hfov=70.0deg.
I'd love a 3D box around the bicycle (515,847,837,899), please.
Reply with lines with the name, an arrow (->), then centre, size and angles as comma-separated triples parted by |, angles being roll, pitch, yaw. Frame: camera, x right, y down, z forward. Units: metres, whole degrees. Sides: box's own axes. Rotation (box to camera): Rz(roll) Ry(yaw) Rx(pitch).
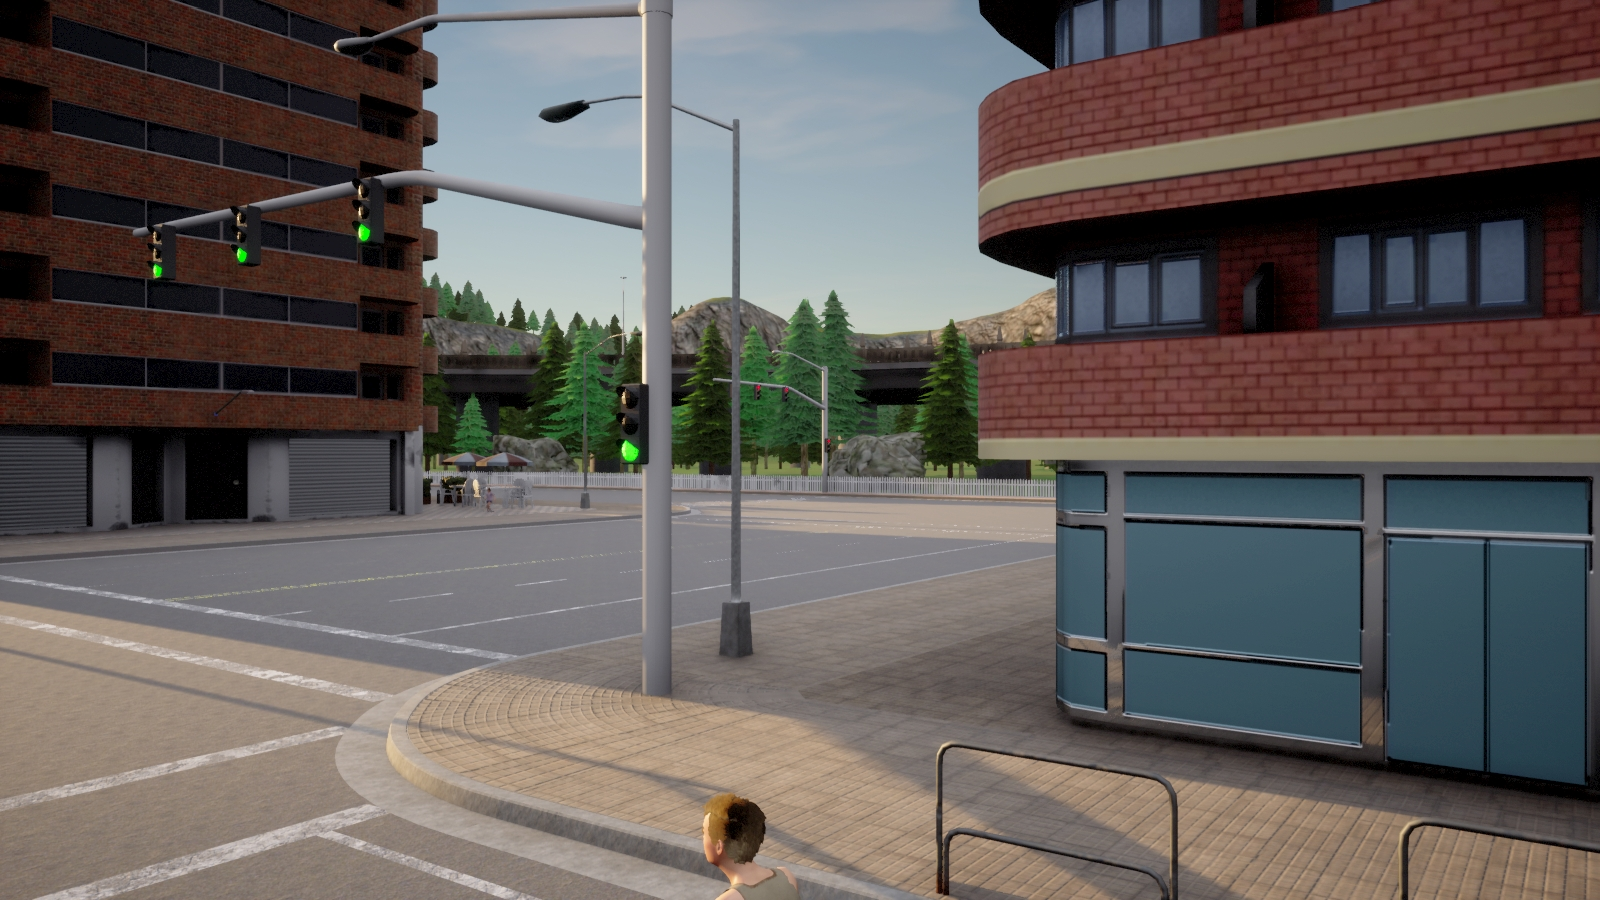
bicycle -> -0.301, 2.233, 4.022 | 1.487, 1.126, 0.859 | 0, 0, 35

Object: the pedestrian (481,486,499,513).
pedestrian -> -12.721, 2.030, 46.852 | 0.500, 1.100, 0.500 | 0, 0, 25
